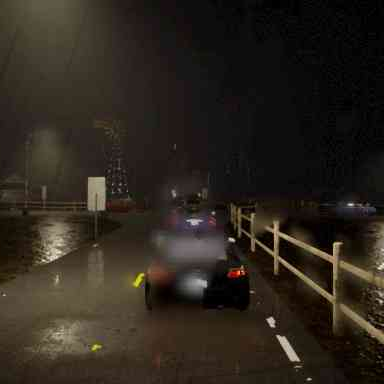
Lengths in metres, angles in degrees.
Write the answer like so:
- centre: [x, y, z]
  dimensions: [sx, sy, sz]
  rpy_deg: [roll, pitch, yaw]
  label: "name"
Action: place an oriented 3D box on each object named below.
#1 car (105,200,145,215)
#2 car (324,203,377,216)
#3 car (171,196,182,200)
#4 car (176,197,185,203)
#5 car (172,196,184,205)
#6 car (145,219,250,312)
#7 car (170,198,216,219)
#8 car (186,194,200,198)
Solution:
- centre: [-6.954, 1.544, 34.081]
  dimensions: [4.181, 1.385, 1.994]
  rpy_deg: [2, 0, 0]
  label: "car"
- centre: [17.892, 1.950, 37.724]
  dimensions: [5.357, 1.411, 2.033]
  rpy_deg: [1, -2, 0]
  label: "car"
- centre: [-2.757, 1.677, 57.167]
  dimensions: [1.882, 1.535, 5.008]
  rpy_deg: [0, 0, 0]
  label: "car"
- centre: [-2.658, 1.933, 76.635]
  dimensions: [1.895, 1.301, 4.718]
  rpy_deg: [0, 0, 0]
  label: "car"
- centre: [-2.702, 1.613, 66.416]
  dimensions: [2.097, 1.767, 4.553]
  rpy_deg: [0, 0, 1]
  label: "car"
- centre: [0.106, 1.573, 7.804]
  dimensions: [1.994, 1.385, 4.181]
  rpy_deg: [0, 0, 0]
  label: "car"
- centre: [0.115, 1.380, 16.447]
  dimensions: [2.097, 1.767, 4.553]
  rpy_deg: [0, 0, 0]
  label: "car"
- centre: [0.178, 1.424, 57.676]
  dimensions: [2.150, 2.045, 5.566]
  rpy_deg: [0, 0, 0]
  label: "car"
